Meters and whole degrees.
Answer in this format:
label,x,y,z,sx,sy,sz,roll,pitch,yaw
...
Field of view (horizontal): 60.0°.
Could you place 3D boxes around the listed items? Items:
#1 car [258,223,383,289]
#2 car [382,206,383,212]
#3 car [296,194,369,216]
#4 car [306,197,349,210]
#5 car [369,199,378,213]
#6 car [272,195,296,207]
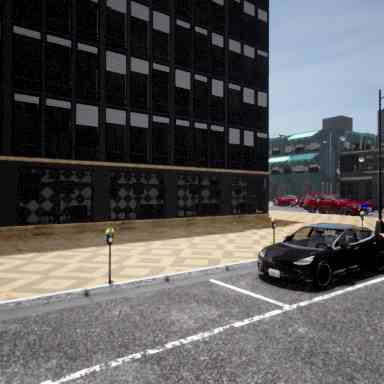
label,x,y,z,sx,sy,sz,roll,pitch,yaw
car,3.743,1.566,9.222,4.313,1.339,1.947,0,0,-35
car,19.022,1.372,34.336,1.887,1.381,4.507,1,0,-36
car,12.272,1.101,29.376,2.192,1.841,5.009,1,0,-36
car,15.740,1.341,38.805,1.802,1.307,4.206,1,0,-36
car,14.236,1.322,31.052,1.812,1.442,4.674,0,1,-38
car,12.459,1.130,43.278,1.967,1.590,4.097,1,0,-36
